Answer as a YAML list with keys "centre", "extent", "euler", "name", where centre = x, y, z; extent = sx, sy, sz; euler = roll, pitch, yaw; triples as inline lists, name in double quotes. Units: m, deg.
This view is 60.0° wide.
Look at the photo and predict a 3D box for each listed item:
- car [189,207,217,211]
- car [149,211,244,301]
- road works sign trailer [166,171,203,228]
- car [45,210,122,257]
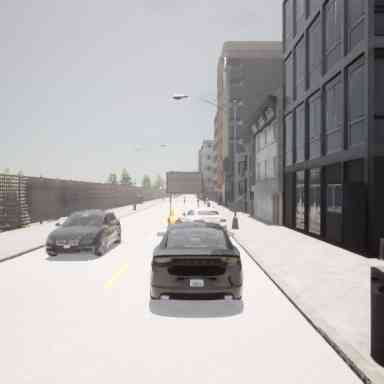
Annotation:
- centre: [0.539, 1.540, 17.775]
  extent: [1.812, 1.442, 4.674]
  euler: [0, -1, -11]
  name: "car"
- centre: [0.087, 1.478, 8.428]
  extent: [1.882, 1.535, 5.008]
  euler: [0, 0, 0]
  name: "car"
- centre: [-0.509, 0.466, 21.250]
  extent: [2.380, 3.560, 2.880]
  euler: [0, 0, -16]
  name: "road works sign trailer"
- centre: [-4.017, 1.505, 13.072]
  extent: [1.837, 1.490, 4.892]
  euler: [0, 0, 0]
  name: "car"
